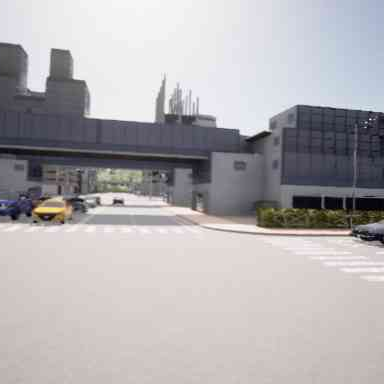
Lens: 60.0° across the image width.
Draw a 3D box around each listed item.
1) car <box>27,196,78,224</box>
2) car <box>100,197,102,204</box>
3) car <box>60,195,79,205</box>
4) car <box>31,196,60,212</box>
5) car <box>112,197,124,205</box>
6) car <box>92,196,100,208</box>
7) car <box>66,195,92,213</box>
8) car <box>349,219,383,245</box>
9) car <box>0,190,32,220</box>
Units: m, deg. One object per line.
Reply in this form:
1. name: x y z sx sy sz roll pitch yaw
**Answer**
1. car: -9.384 1.277 22.778 1.882 1.535 5.008 2 -1 -11
2. car: -15.579 1.287 53.567 2.033 1.411 5.357 2 0 -11
3. car: -18.539 1.148 50.505 1.812 1.442 4.674 2 0 -11
4. car: -15.480 1.178 35.285 1.812 1.442 4.674 2 0 -12
5. car: -12.094 1.467 54.774 1.895 1.301 4.718 2 0 -11
6. car: -13.481 1.286 43.099 1.812 1.442 4.674 2 0 -11
7. car: -11.576 1.284 33.611 1.837 1.490 4.892 2 -1 -11
8. car: 11.252 2.031 17.683 5.357 1.411 2.033 2 0 -10
9. car: -13.276 0.895 24.321 2.150 2.045 5.566 2 0 -11
